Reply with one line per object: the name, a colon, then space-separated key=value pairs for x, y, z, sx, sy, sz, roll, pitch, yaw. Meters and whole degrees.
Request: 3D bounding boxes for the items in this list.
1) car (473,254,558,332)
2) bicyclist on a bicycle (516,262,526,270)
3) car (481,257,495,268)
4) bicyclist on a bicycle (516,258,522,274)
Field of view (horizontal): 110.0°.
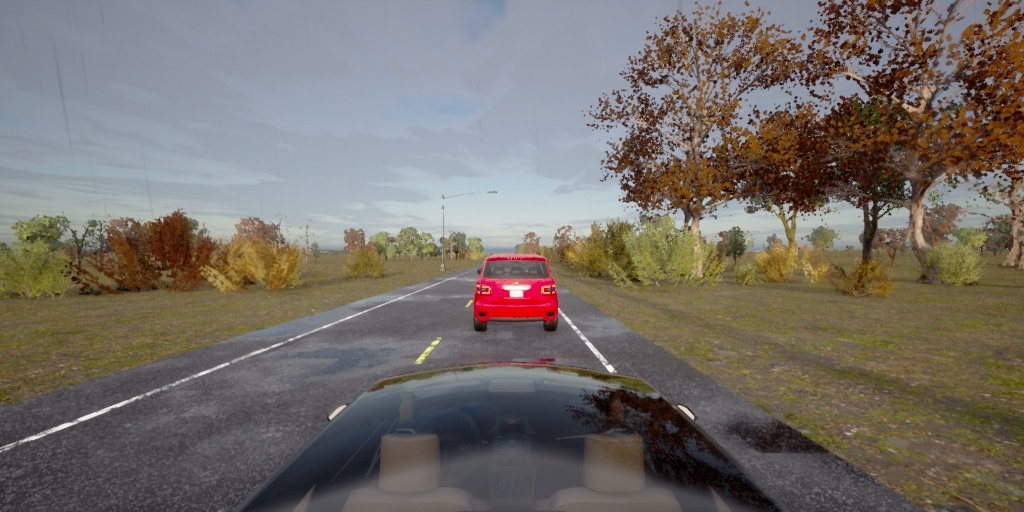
car: x=0.078 y=0.968 z=11.020 sx=2.150 sy=2.045 sz=5.566 roll=0 pitch=0 yaw=-1
bicyclist on a bicycle: x=0.860 y=1.109 z=30.199 sx=0.659 sy=1.776 sz=1.843 roll=0 pitch=0 yaw=0
car: x=-3.972 y=1.082 z=60.332 sx=2.097 sy=1.767 sz=4.553 roll=0 pitch=0 yaw=0
bicyclist on a bicycle: x=0.785 y=1.105 z=40.212 sx=0.659 sy=1.776 sz=1.843 roll=0 pitch=0 yaw=0
